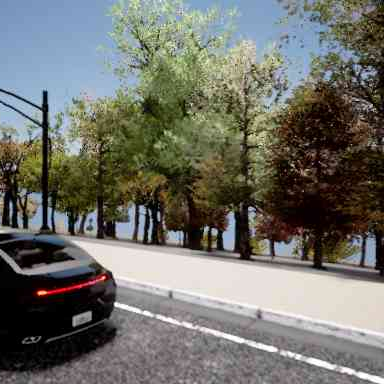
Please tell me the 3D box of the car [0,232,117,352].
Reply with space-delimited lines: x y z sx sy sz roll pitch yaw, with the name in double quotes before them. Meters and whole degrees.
"car" -3.430 1.507 6.092 4.892 1.490 1.837 0 0 38
